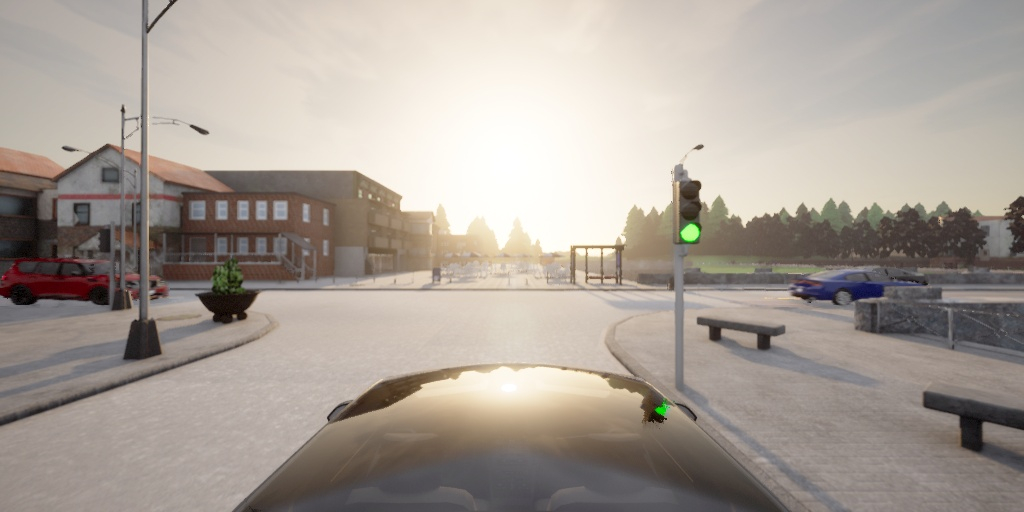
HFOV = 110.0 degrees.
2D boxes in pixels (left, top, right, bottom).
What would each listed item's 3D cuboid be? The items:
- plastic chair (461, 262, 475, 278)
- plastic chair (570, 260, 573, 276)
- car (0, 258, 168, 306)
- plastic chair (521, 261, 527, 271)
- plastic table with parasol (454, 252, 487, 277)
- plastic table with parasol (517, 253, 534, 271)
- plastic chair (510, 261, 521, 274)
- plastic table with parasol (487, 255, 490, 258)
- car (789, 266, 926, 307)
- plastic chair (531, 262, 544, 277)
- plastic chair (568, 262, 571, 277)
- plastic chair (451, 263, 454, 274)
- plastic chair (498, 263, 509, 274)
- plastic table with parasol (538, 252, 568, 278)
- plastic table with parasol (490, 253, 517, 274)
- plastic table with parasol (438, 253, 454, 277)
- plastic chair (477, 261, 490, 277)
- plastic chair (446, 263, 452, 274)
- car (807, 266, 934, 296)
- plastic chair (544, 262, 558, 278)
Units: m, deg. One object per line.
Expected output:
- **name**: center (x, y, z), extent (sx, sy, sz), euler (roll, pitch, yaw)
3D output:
- **plastic chair**: center (-4.170, 1.418, 34.226), extent (0.750, 1.272, 0.730), euler (0, 0, 0)
- **plastic chair**: center (6.582, 1.458, 43.164), extent (0.730, 1.272, 0.750), euler (0, 0, 0)
- **car**: center (-18.443, 1.144, 15.613), extent (5.566, 2.045, 2.150), euler (1, 0, 0)
- **plastic chair**: center (1.318, 1.482, 48.826), extent (0.750, 1.272, 0.730), euler (0, 0, 0)
- **plastic table with parasol**: center (-4.043, 0.820, 35.445), extent (2.482, 2.480, 2.482), euler (0, 0, 0)
- **plastic table with parasol**: center (1.442, 0.883, 50.004), extent (2.482, 2.480, 2.482), euler (0, 0, 0)
- **plastic chair**: center (0.377, 1.454, 42.300), extent (0.730, 1.272, 0.750), euler (0, 0, 0)
- **plastic table with parasol**: center (-4.298, 0.912, 56.957), extent (2.482, 2.480, 2.482), euler (0, 0, 0)
- **car**: center (14.832, 1.325, 15.420), extent (5.008, 1.535, 1.882), euler (0, 0, 0)
- **plastic chair**: center (2.433, 1.421, 34.688), extent (0.730, 1.272, 0.750), euler (0, 0, 0)
- **plastic chair**: center (5.031, 1.421, 34.473), extent (0.730, 1.272, 0.750), euler (0, 0, 0)
- **plastic chair**: center (-5.363, 1.424, 35.533), extent (0.730, 1.272, 0.750), euler (0, 0, 0)
- **plastic chair**: center (-1.030, 1.449, 41.208), extent (0.750, 1.272, 0.730), euler (0, 0, 0)
- **plastic table with parasol**: center (3.772, 0.817, 34.650), extent (2.482, 2.480, 2.482), euler (0, 0, 0)
- **plastic table with parasol**: center (-0.973, 0.850, 42.408), extent (2.482, 2.480, 2.482), euler (0, 0, 0)
- **plastic table with parasol**: center (-6.895, 0.848, 42.052), extent (2.482, 2.480, 2.482), euler (0, 0, 0)
- **plastic chair**: center (-2.764, 1.423, 35.318), extent (0.730, 1.272, 0.750), euler (0, 0, 0)
- **plastic chair**: center (-6.828, 1.447, 40.873), extent (0.750, 1.272, 0.730), euler (0, 0, 0)
- **car**: center (19.320, 1.307, 19.496), extent (5.008, 1.535, 1.882), euler (0, 0, 0)
- **plastic chair**: center (3.625, 1.416, 33.381), extent (0.750, 1.272, 0.730), euler (0, 0, 0)
